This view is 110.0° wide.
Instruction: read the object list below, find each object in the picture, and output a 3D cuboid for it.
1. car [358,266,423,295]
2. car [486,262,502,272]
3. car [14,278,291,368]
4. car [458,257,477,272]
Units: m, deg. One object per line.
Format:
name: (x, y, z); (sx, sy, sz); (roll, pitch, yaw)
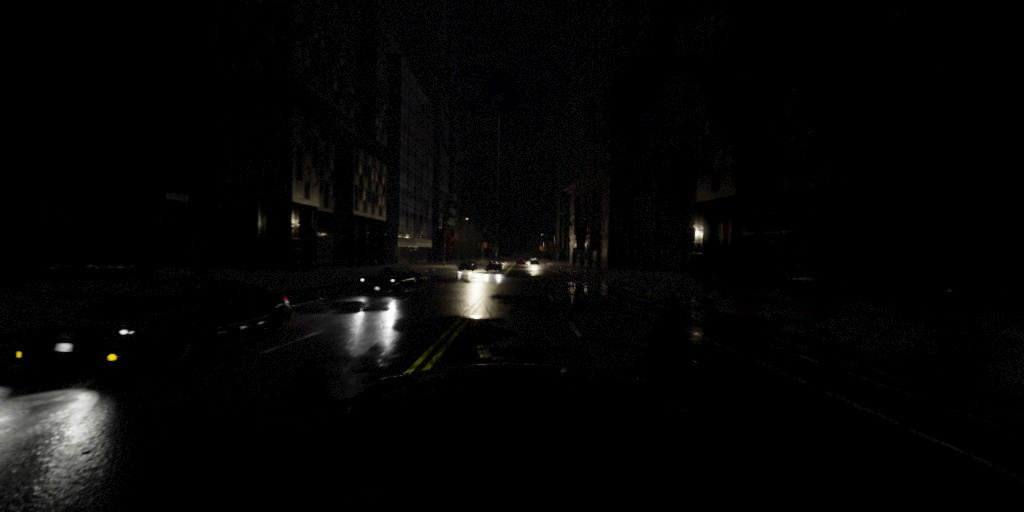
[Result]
car: (-6.241, 1.206, 18.911); (1.895, 1.301, 4.718); (1, 0, 1)
car: (-2.233, 1.368, 45.202); (1.895, 1.301, 4.718); (1, 0, 1)
car: (-6.547, 1.162, 7.270); (1.994, 1.385, 4.181); (1, 0, 1)
car: (-5.478, 1.240, 45.315); (2.033, 1.411, 5.357); (1, 0, 1)
